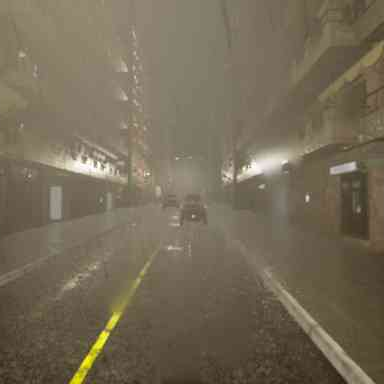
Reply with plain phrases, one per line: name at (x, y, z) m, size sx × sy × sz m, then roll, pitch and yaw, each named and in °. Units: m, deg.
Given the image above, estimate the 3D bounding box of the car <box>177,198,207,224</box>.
car at (0.101, 1.506, 25.134) m, size 1.882 × 1.535 × 5.008 m, roll 0°, pitch 0°, yaw 0°

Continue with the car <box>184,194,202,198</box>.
car at (0.100, 1.258, 42.522) m, size 2.150 × 2.045 × 5.566 m, roll 0°, pitch 0°, yaw 0°

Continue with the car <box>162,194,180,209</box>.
car at (-2.775, 1.264, 45.054) m, size 2.150 × 2.045 × 5.566 m, roll 0°, pitch 0°, yaw 1°
